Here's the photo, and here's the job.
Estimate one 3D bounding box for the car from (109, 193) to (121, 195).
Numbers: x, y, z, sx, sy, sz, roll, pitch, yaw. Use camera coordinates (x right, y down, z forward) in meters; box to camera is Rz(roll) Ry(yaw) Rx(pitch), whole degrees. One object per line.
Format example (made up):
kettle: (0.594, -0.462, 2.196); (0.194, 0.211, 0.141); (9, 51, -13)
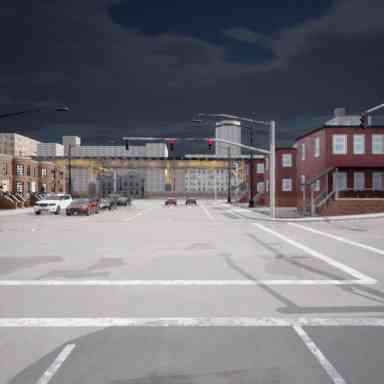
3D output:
car: (-14.177, 1.224, 60.860); (2.150, 2.045, 5.566); (0, 0, 0)

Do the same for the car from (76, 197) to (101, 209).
car: (-14.209, 1.478, 46.048); (1.882, 1.535, 5.008); (0, 0, 0)

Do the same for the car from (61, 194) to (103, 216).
car: (-10.672, 1.352, 32.624); (2.097, 1.767, 4.553); (0, 0, 0)

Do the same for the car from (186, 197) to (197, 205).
car: (-0.147, 1.526, 58.543); (1.812, 1.442, 4.674); (0, 0, 0)

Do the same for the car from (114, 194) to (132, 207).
car: (-10.711, 1.478, 52.014); (1.882, 1.535, 5.008); (0, 0, 0)

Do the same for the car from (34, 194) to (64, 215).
car: (-14.187, 1.222, 34.450); (2.150, 2.045, 5.566); (0, 0, 0)

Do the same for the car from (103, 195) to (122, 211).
car: (-10.702, 1.491, 41.772); (2.128, 1.511, 4.902); (0, 0, 0)

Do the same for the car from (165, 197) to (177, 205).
car: (-3.542, 1.526, 56.727); (1.812, 1.442, 4.674); (0, 0, 0)
